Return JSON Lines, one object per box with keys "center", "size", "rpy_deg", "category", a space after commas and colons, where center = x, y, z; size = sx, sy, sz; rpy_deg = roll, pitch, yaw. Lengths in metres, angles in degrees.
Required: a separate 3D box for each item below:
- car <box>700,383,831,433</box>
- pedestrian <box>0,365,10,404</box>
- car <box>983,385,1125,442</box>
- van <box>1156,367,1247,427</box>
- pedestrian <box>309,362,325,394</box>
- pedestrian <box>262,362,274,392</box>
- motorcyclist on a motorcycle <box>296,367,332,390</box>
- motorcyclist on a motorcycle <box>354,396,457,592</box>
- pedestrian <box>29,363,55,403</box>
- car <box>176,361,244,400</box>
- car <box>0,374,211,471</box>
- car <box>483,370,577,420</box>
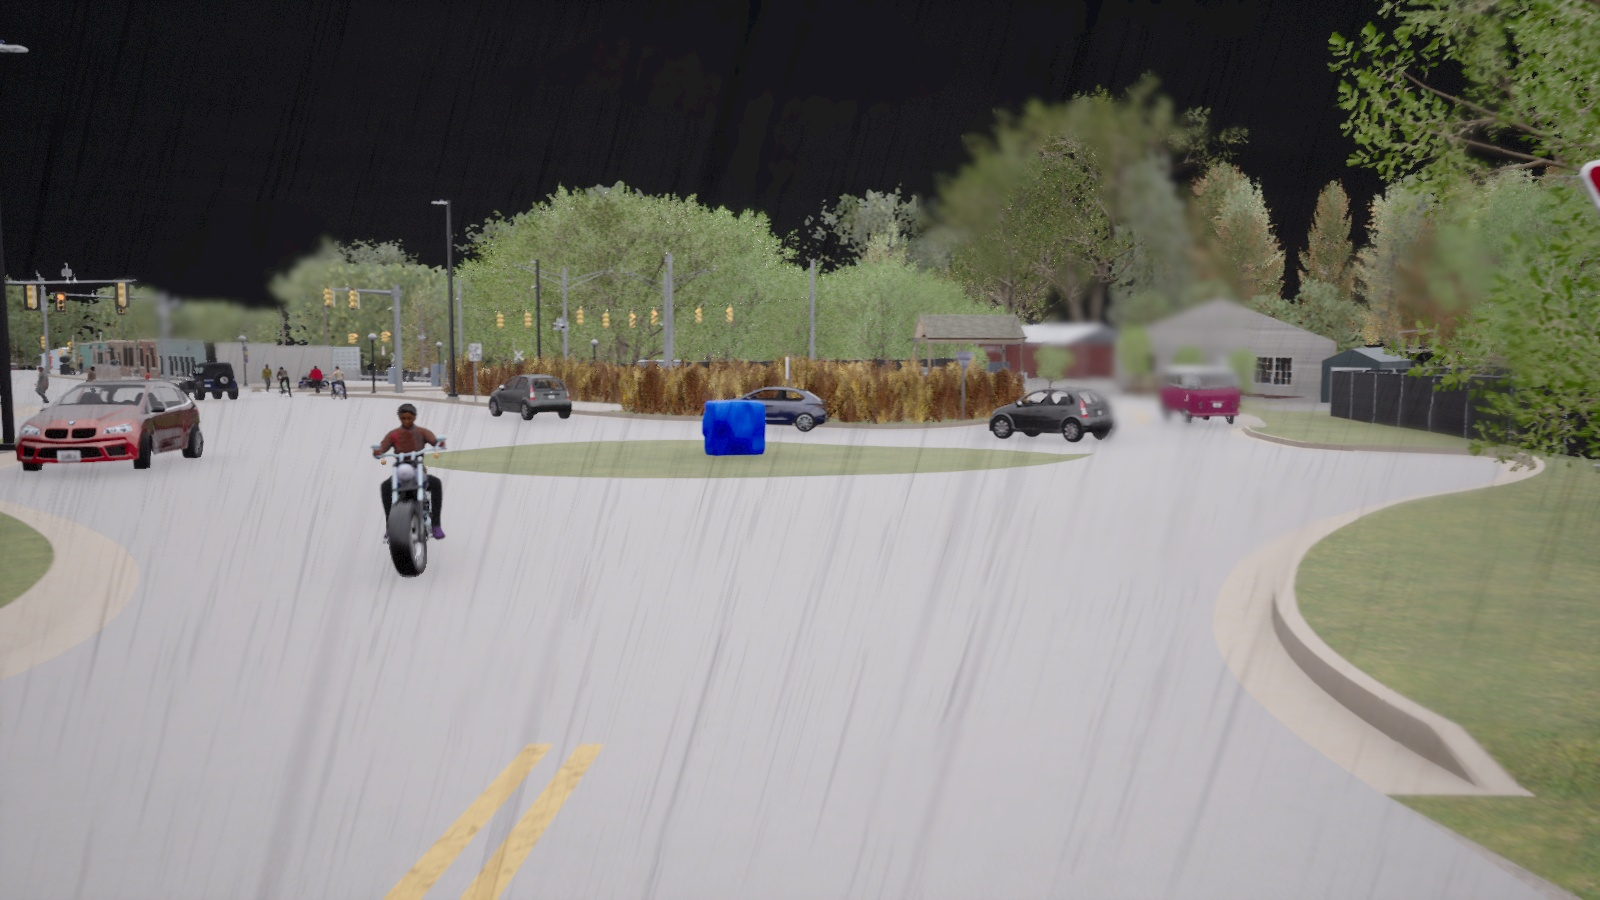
{"center": [-1.145, -1.437, 42.652], "size": [4.193, 1.474, 1.816], "rpy_deg": [2, 5, 6], "category": "car"}
{"center": [-37.853, -3.099, 59.394], "size": [0.331, 1.846, 0.636], "rpy_deg": [5, 7, 39], "category": "pedestrian"}
{"center": [7.813, -1.165, 38.923], "size": [1.851, 1.617, 3.988], "rpy_deg": [-4, 5, -41], "category": "car"}
{"center": [14.380, -1.962, 45.244], "size": [1.775, 1.987, 4.442], "rpy_deg": [-1, 5, -1], "category": "van"}
{"center": [-28.729, -4.269, 74.699], "size": [0.634, 1.844, 0.899], "rpy_deg": [-3, 7, -33], "category": "pedestrian"}
{"center": [-33.175, -4.569, 78.311], "size": [0.431, 1.840, 0.709], "rpy_deg": [-4, 7, -40], "category": "pedestrian"}
{"center": [-33.987, -4.990, 87.870], "size": [2.191, 1.530, 0.866], "rpy_deg": [-2, 4, -43], "category": "motorcyclist on a motorcycle"}
{"center": [-3.855, 0.344, 12.447], "size": [0.766, 1.649, 2.350], "rpy_deg": [-3, 5, -14], "category": "motorcyclist on a motorcycle"}
{"center": [-37.299, -3.296, 61.813], "size": [0.659, 1.952, 0.873], "rpy_deg": [6, 8, 45], "category": "pedestrian"}
{"center": [-29.468, -3.486, 62.683], "size": [1.905, 1.878, 3.866], "rpy_deg": [-5, 6, -43], "category": "car"}
{"center": [-13.456, -0.629, 24.611], "size": [2.242, 1.667, 4.611], "rpy_deg": [-1, 4, -9], "category": "car"}
{"center": [-10.005, -2.067, 46.412], "size": [1.851, 1.617, 3.988], "rpy_deg": [-4, 7, -37], "category": "car"}
